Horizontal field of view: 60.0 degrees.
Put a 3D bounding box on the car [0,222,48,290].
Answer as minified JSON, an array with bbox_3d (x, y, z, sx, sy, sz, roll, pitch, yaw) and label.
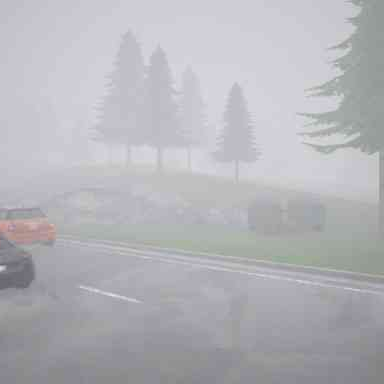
[{"bbox_3d":[-5.637,1.564,8.013,4.181,1.385,1.994,0,0,36],"label":"car"}]

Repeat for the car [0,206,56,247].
[{"bbox_3d":[-7.718,1.352,13.796,4.553,1.767,2.097,0,0,35],"label":"car"}]
